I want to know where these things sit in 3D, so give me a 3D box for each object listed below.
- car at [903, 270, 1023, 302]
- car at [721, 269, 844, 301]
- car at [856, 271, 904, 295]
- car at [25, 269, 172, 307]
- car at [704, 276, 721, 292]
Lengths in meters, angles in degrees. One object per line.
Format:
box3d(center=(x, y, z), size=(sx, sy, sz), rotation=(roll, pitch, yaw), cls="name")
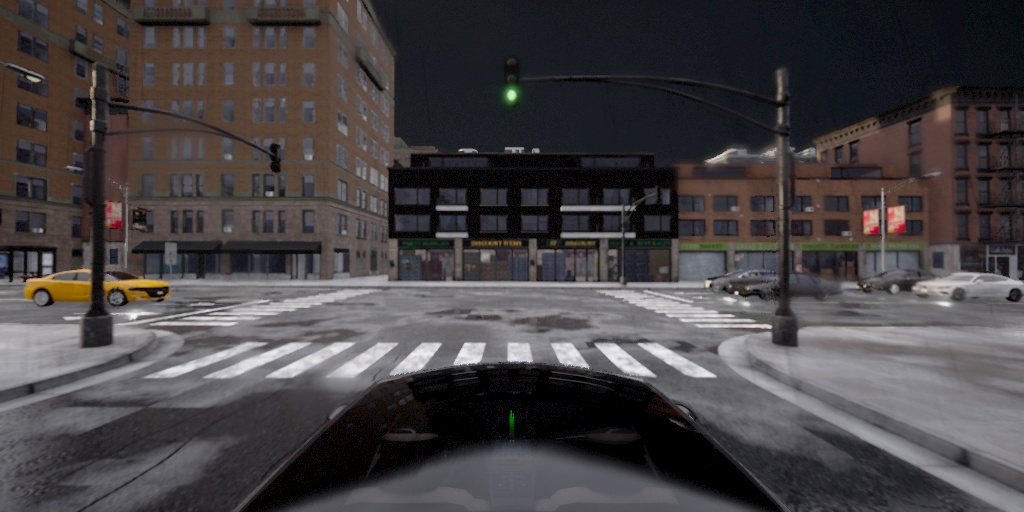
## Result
box3d(center=(24.473, 1.626, 19.231), size=(4.674, 1.442, 1.812), rotation=(0, -1, 0), cls="car")
box3d(center=(14.578, 1.595, 19.205), size=(5.357, 1.411, 2.033), rotation=(0, -1, -3), cls="car")
box3d(center=(24.525, 1.646, 22.479), size=(4.892, 1.490, 1.837), rotation=(0, -1, 0), cls="car")
box3d(center=(-17.783, 1.319, 15.581), size=(5.008, 1.535, 1.882), rotation=(0, -1, 0), cls="car")
box3d(center=(14.658, 1.580, 22.436), size=(4.902, 1.511, 2.128), rotation=(0, -1, 0), cls="car")
